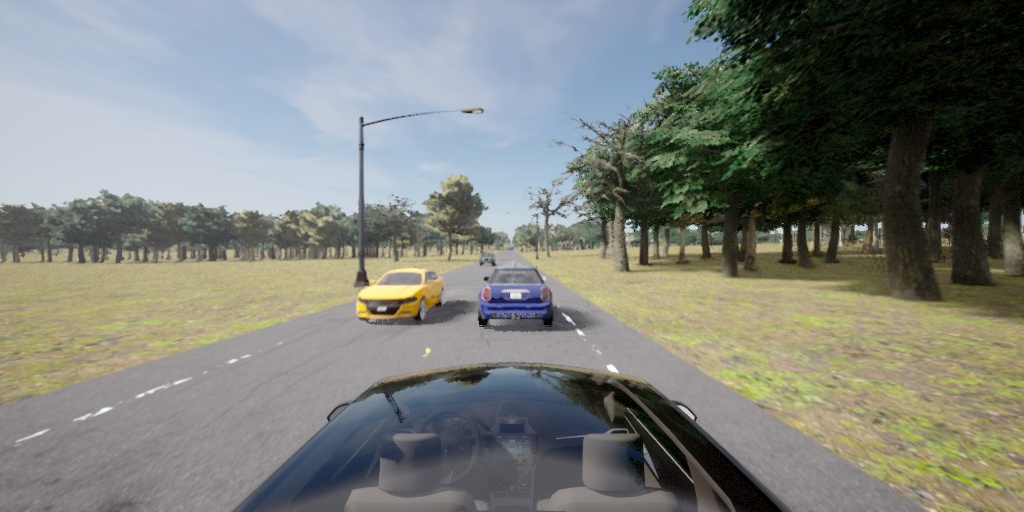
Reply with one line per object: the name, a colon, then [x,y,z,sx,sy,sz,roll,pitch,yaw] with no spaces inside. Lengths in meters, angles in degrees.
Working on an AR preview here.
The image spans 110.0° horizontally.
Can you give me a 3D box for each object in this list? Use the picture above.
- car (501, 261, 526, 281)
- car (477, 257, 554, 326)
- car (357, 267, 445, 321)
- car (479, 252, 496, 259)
car: [0.105,1.142,28.912,1.895,1.301,4.718,0,1,0]
car: [0.101,1.051,11.639,2.097,1.767,4.553,0,0,0]
car: [-3.599,1.171,12.416,1.882,1.535,5.008,0,0,0]
car: [-3.569,0.424,52.630,2.150,2.045,5.566,0,1,0]
